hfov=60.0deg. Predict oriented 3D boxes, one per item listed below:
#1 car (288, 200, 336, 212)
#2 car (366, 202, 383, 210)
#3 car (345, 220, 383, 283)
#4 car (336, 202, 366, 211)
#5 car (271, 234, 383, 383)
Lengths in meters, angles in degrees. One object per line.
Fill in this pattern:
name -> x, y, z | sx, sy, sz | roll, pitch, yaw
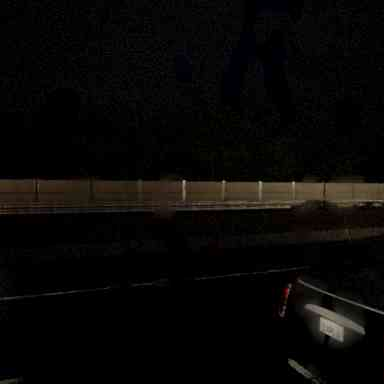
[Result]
car -> 10.969, 1.481, 29.932 | 4.892, 1.490, 1.837 | 0, 0, -22
car -> 15.126, 1.536, 24.049 | 4.181, 1.385, 1.994 | 0, 0, -22
car -> 7.169, 1.546, 9.389 | 5.357, 1.411, 2.033 | 0, 0, -22
car -> 14.566, 1.533, 27.591 | 4.181, 1.385, 1.994 | 0, 0, -22
car -> 3.317, 1.354, 4.096 | 4.553, 1.767, 2.097 | 0, 0, -23
